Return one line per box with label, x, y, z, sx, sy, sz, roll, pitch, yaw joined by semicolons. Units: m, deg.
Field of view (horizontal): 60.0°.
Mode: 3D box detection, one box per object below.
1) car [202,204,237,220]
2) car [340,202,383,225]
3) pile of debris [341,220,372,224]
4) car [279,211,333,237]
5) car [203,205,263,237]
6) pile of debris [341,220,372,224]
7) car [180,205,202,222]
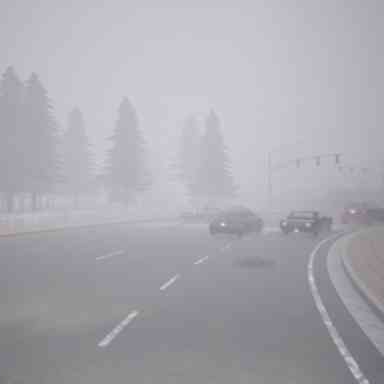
car;3.141;1.721;26.319;1.812;1.442;4.674;0;-1;40
car;13.719;1.561;26.372;4.553;1.767;2.097;0;-1;-40
pile of debris;13.051;2.383;26.381;1.860;0.140;1.500;0;-1;-39
car;6.765;1.750;19.317;1.895;1.301;4.718;0;-1;35
car;2.662;1.709;19.283;1.994;1.385;4.181;0;0;30
pile of debris;13.051;2.383;26.381;1.860;0.140;1.500;0;-1;-39
car;1.113;1.816;29.334;1.895;1.301;4.718;0;-1;42
